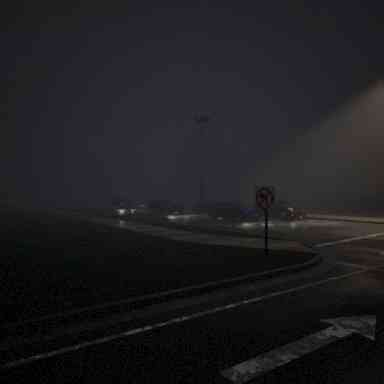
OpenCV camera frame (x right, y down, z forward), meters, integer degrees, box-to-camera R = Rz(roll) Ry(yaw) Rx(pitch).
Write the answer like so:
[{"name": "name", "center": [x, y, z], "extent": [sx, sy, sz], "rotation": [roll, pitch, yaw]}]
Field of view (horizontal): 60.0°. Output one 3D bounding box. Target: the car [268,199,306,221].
[{"name": "car", "center": [7.106, 1.352, 27.534], "extent": [2.097, 1.767, 4.553], "rotation": [0, 0, -36]}]

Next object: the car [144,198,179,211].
[{"name": "car", "center": [-3.975, 1.547, 42.755], "extent": [2.033, 1.411, 5.357], "rotation": [0, 0, -36]}]

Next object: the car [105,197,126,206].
[{"name": "car", "center": [-12.750, 1.564, 55.049], "extent": [1.994, 1.385, 4.181], "rotation": [0, 0, -35]}]

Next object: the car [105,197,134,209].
[{"name": "car", "center": [-9.511, 1.506, 44.459], "extent": [1.837, 1.490, 4.892], "rotation": [0, 0, -36]}]

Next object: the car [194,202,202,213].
[{"name": "car", "center": [2.035, 1.564, 34.500], "extent": [1.994, 1.385, 4.181], "rotation": [0, 0, -36]}]

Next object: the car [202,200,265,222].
[{"name": "car", "center": [3.309, 1.478, 26.800], "extent": [1.882, 1.535, 5.008], "rotation": [0, 0, -36]}]

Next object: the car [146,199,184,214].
[{"name": "car", "center": [-2.760, 1.478, 35.134], "extent": [1.882, 1.535, 5.008], "rotation": [0, 0, -36]}]
